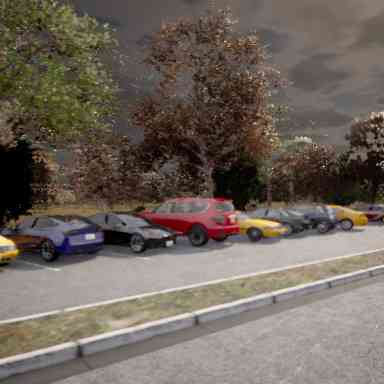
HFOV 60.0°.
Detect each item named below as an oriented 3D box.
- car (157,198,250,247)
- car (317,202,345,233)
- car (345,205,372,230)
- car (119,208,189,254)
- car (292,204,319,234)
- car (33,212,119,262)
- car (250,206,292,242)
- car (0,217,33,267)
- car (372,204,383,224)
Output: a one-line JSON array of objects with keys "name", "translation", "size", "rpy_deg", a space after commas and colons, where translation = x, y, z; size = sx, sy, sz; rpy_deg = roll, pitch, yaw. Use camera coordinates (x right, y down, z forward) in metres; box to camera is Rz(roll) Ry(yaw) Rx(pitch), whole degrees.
[{"name": "car", "translation": [-0.451, 1.330, 15.804], "size": [5.566, 2.045, 2.435], "rpy_deg": [-1, -1, 34]}, {"name": "car", "translation": [6.812, 1.534, 20.999], "size": [4.553, 1.767, 2.185], "rpy_deg": [-1, -1, 34]}, {"name": "car", "translation": [9.180, 1.687, 22.768], "size": [5.008, 1.535, 2.097], "rpy_deg": [-1, -1, 34]}, {"name": "car", "translation": [-2.818, 1.584, 14.041], "size": [4.792, 1.488, 2.163], "rpy_deg": [-1, -1, 34]}, {"name": "car", "translation": [4.394, 1.635, 19.260], "size": [4.892, 1.521, 2.231], "rpy_deg": [-1, -1, 34]}, {"name": "car", "translation": [-5.291, 1.558, 12.336], "size": [4.792, 1.488, 2.163], "rpy_deg": [-1, -1, 34]}, {"name": "car", "translation": [2.142, 1.603, 17.423], "size": [5.366, 1.575, 1.946], "rpy_deg": [-1, -1, 34]}, {"name": "car", "translation": [-7.530, 1.497, 10.488], "size": [5.366, 1.575, 1.946], "rpy_deg": [-1, -1, 34]}, {"name": "car", "translation": [13.887, 1.770, 26.343], "size": [4.792, 1.488, 2.163], "rpy_deg": [-1, -1, 33]}]
